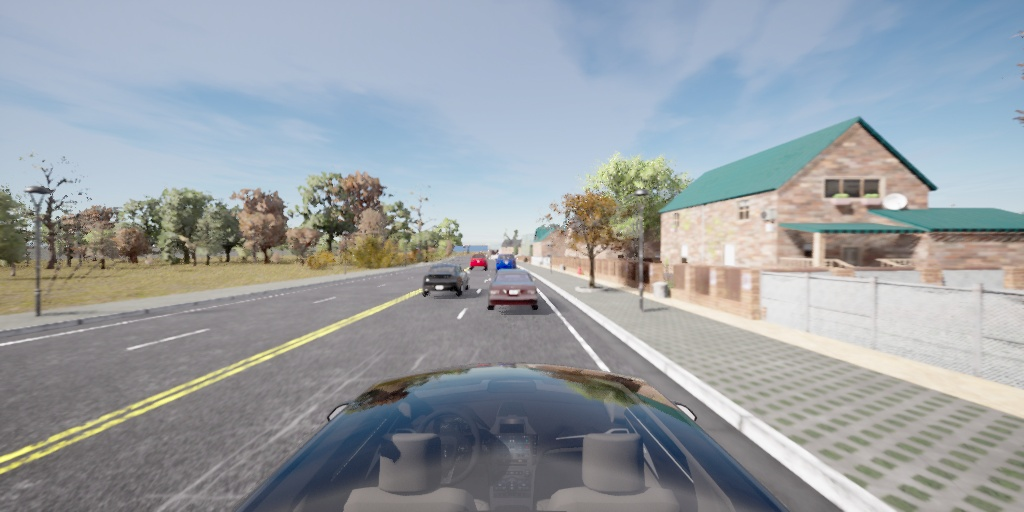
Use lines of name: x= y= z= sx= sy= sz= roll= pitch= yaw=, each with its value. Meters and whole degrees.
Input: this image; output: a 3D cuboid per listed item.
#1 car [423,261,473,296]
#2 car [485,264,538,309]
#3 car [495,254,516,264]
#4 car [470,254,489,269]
car: x=-3.318 y=1.172 z=18.612 sx=1.837 sy=1.490 sz=4.892 roll=0 pitch=0 yaw=-1
car: x=0.010 y=1.232 z=14.424 sx=2.033 sy=1.411 sz=5.357 roll=0 pitch=0 yaw=-1
car: x=-0.682 y=0.779 z=39.331 sx=2.150 sy=2.045 sz=5.566 roll=0 pitch=0 yaw=-2
car: x=-4.281 y=0.749 z=46.919 sx=2.150 sy=2.045 sz=5.566 roll=0 pitch=0 yaw=-3
